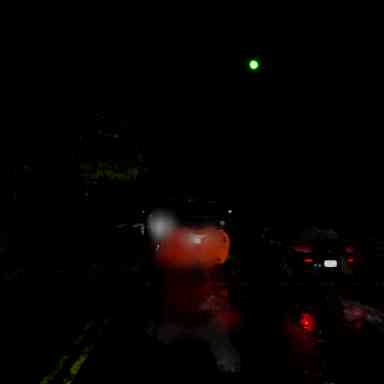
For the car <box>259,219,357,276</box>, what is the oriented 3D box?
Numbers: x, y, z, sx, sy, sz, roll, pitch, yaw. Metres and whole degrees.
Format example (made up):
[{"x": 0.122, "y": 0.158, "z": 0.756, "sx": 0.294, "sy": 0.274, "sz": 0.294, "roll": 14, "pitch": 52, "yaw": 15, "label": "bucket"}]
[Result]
[{"x": 3.355, "y": 1.577, "z": 10.353, "sx": 1.812, "sy": 1.442, "sz": 4.674, "roll": 0, "pitch": 0, "yaw": 0, "label": "car"}]

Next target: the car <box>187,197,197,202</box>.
[{"x": 0.029, "y": 1.733, "z": 60.778, "sx": 2.128, "sy": 1.511, "sz": 4.902, "roll": 0, "pitch": 0, "yaw": 0, "label": "car"}]

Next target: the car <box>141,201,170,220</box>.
[{"x": -3.331, "y": 1.734, "z": 29.793, "sx": 1.895, "sy": 1.301, "sz": 4.718, "roll": 0, "pitch": 0, "yaw": 0, "label": "car"}]

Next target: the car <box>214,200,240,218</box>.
[{"x": 3.367, "y": 1.703, "z": 31.431, "sx": 1.994, "sy": 1.385, "sz": 4.181, "roll": 0, "pitch": 0, "yaw": 0, "label": "car"}]

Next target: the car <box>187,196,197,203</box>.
[{"x": 0.034, "y": 1.650, "z": 71.200, "sx": 1.994, "sy": 1.385, "sz": 4.181, "roll": 0, "pitch": 0, "yaw": 0, "label": "car"}]

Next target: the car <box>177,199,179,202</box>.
[{"x": -3.283, "y": 1.708, "z": 56.981, "sx": 1.882, "sy": 1.535, "sz": 5.008, "roll": 0, "pitch": 0, "yaw": 0, "label": "car"}]

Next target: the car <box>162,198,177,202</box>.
[{"x": -3.317, "y": 1.741, "z": 42.203, "sx": 1.994, "sy": 1.385, "sz": 4.181, "roll": 0, "pitch": 0, "yaw": 0, "label": "car"}]

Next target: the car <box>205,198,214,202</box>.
[{"x": 3.281, "y": 1.844, "z": 61.468, "sx": 1.895, "sy": 1.301, "sz": 4.718, "roll": 0, "pitch": 0, "yaw": 0, "label": "car"}]

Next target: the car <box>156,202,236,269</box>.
[{"x": 0.105, "y": 1.408, "z": 11.533, "sx": 2.097, "sy": 1.767, "sz": 4.553, "roll": 0, "pitch": 0, "yaw": 0, "label": "car"}]
